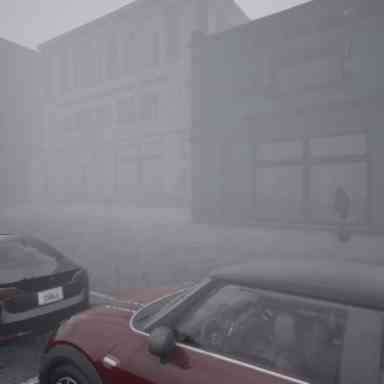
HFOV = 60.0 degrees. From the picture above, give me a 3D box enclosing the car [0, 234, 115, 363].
[{"bbox_3d":[-3.912,1.516,6.045,4.792,1.488,2.163,0,0,35],"label":"car"}]
